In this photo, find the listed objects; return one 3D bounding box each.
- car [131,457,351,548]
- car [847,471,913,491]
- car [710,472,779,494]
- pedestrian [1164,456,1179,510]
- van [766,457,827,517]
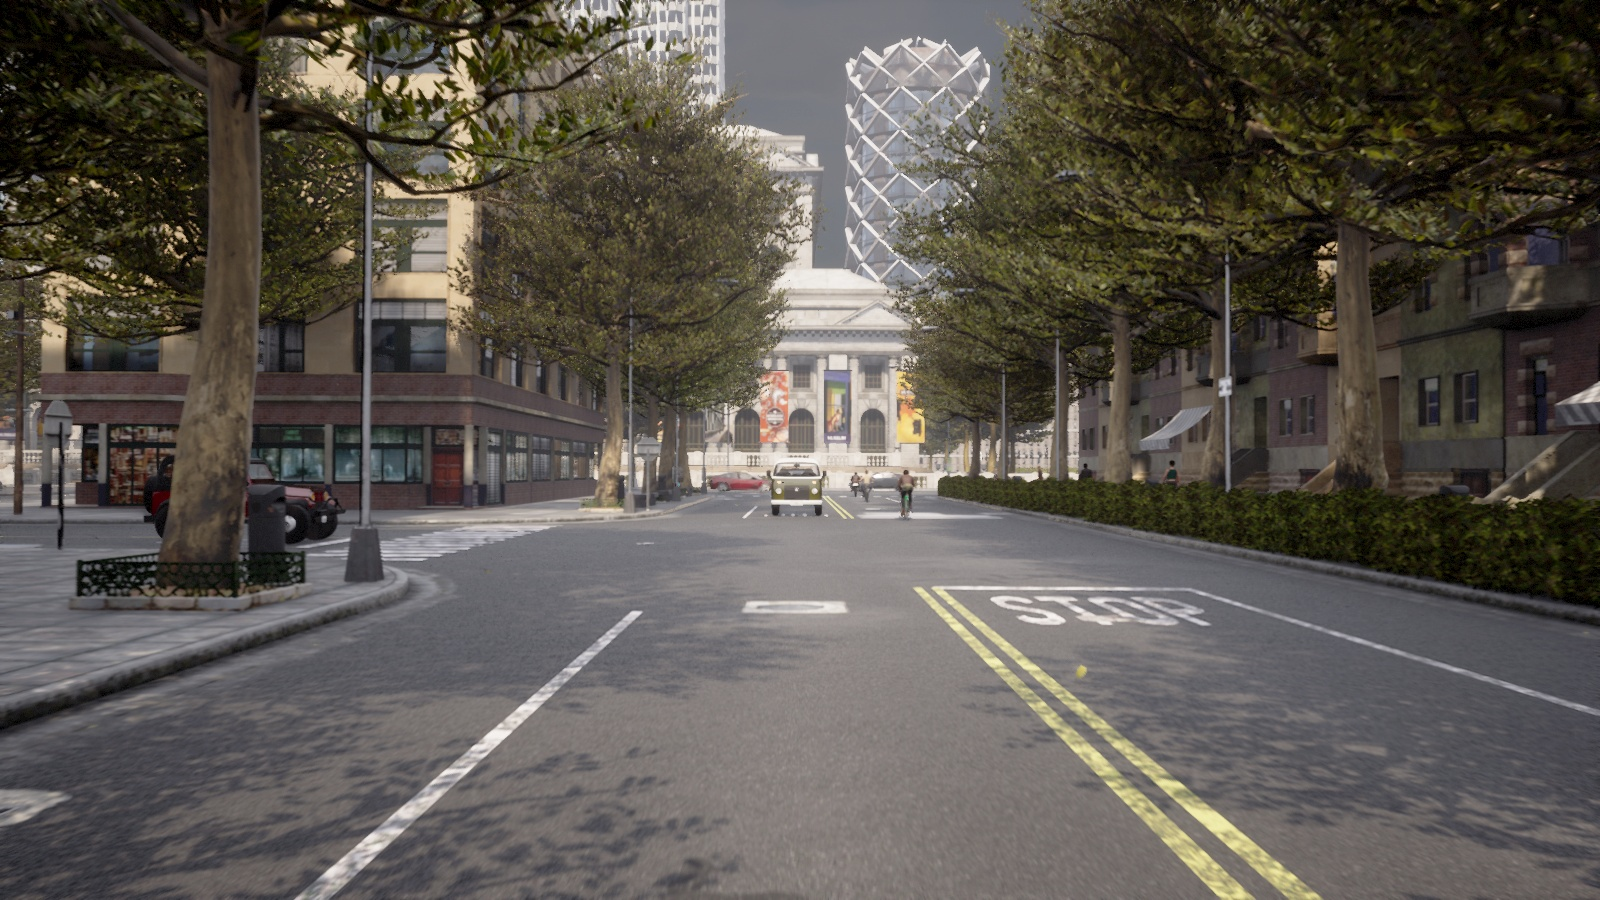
[{"bbox_3d":[-11.915,1.108,26.964,3.866,1.878,1.905,0,-1,-1],"label":"car"},{"bbox_3d":[6.066,2.350,95.836,4.902,1.511,2.128,0,-1,0],"label":"car"},{"bbox_3d":[-3.918,2.317,88.866,4.792,1.488,2.163,0,-1,0],"label":"car"},{"bbox_3d":[12.867,1.147,43.458,0.345,1.836,0.594,0,-1,2],"label":"pedestrian"},{"bbox_3d":[-0.100,1.291,45.003,2.069,2.038,4.480,0,-1,0],"label":"van"}]
